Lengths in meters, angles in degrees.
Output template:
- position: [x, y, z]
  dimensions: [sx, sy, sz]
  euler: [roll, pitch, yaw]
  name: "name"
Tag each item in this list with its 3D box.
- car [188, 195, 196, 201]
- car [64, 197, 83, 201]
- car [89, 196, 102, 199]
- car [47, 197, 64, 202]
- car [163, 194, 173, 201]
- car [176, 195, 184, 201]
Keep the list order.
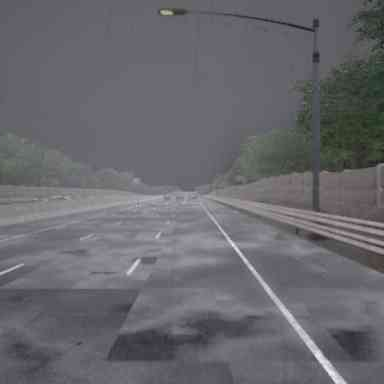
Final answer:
- position: [0.014, 1.547, 94.765]
  dimensions: [2.097, 1.767, 4.553]
  euler: [0, 0, 0]
  name: "car"
- position: [-20.994, 1.612, 60.519]
  dimensions: [1.895, 1.301, 4.718]
  euler: [0, 0, 0]
  name: "car"
- position: [-17.499, 1.493, 60.462]
  dimensions: [1.882, 1.535, 5.008]
  euler: [0, 0, 0]
  name: "car"
- position: [-24.492, 1.548, 60.485]
  dimensions: [2.033, 1.411, 5.357]
  euler: [0, 0, 0]
  name: "car"
- position: [-6.987, 1.540, 93.932]
  dimensions: [2.097, 1.767, 4.553]
  euler: [0, 0, 0]
  name: "car"
- position: [-3.486, 1.545, 94.732]
  dimensions: [2.097, 1.767, 4.553]
  euler: [0, 0, 0]
  name: "car"
